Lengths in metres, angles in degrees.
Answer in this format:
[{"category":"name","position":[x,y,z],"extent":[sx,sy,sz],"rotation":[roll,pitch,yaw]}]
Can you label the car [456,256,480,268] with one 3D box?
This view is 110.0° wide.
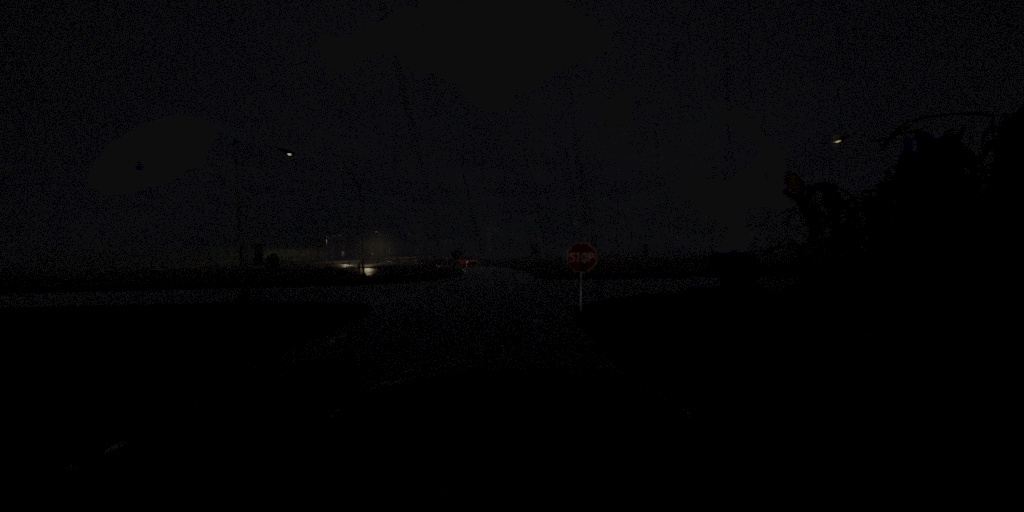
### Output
[{"category":"car","position":[-5.967,0.746,50.203],"extent":[2.097,1.767,4.553],"rotation":[-1,1,-19]}]
